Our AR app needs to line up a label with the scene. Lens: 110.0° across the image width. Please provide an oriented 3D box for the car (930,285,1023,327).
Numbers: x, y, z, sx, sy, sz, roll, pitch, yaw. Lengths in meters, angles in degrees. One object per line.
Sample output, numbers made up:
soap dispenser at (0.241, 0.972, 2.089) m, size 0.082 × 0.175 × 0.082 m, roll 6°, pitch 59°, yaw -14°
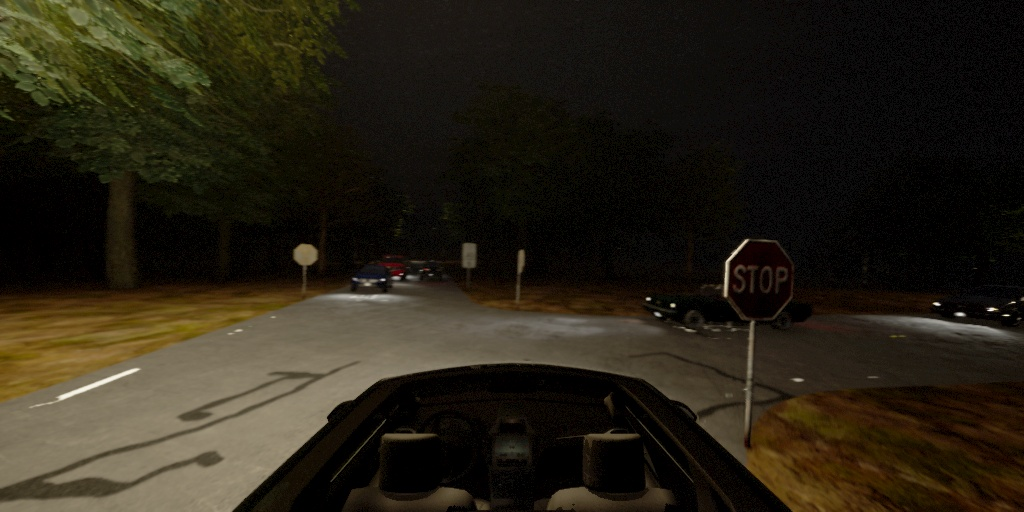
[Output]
car at (19.342, 1.863, 14.032) m, size 5.357 × 1.411 × 2.033 m, roll 1°, pitch 1°, yaw -14°

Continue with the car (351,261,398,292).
car at (-7.967, 1.221, 20.798) m, size 1.812 × 1.442 × 4.674 m, roll 3°, pitch -1°, yaw -13°

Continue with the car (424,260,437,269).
car at (-13.825, 1.427, 61.080) m, size 1.994 × 1.385 × 4.181 m, roll 2°, pitch 0°, yaw -13°

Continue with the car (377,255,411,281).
car at (-10.122, 0.951, 30.496) m, size 2.150 × 2.045 × 5.566 m, roll 2°, pitch 0°, yaw -12°

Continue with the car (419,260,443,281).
car at (-7.175, 1.346, 31.877) m, size 2.128 × 1.511 × 4.902 m, roll 2°, pitch -1°, yaw -13°

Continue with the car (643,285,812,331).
car at (6.798, 1.590, 11.598) m, size 4.718 × 1.301 × 1.895 m, roll 2°, pitch 0°, yaw -7°
